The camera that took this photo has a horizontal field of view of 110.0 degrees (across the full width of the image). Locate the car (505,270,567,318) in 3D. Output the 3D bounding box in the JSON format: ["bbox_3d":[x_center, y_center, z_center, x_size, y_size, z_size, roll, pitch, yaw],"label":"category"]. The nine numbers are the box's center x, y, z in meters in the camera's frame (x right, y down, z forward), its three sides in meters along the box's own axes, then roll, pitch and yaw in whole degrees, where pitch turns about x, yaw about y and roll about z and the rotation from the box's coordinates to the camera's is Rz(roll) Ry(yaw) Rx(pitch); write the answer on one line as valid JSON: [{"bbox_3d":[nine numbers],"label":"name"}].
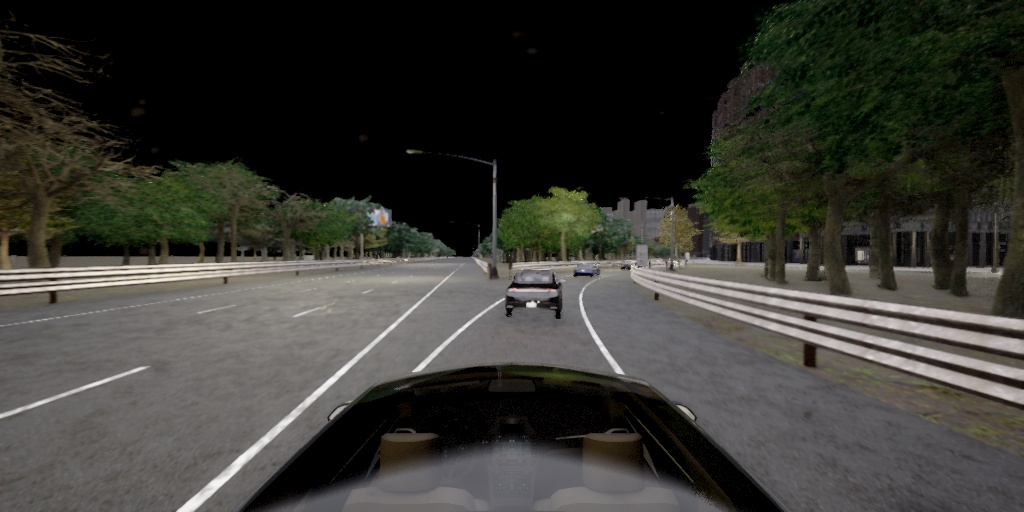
[{"bbox_3d":[0.927,1.254,13.145,2.128,1.511,4.902,0,0,8],"label":"car"}]

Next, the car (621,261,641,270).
[{"bbox_3d":[17.844,1.456,53.254,1.895,1.301,4.718,0,0,37],"label":"car"}]

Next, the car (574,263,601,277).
[{"bbox_3d":[7.633,1.374,36.098,1.994,1.385,4.181,0,0,25],"label":"car"}]
